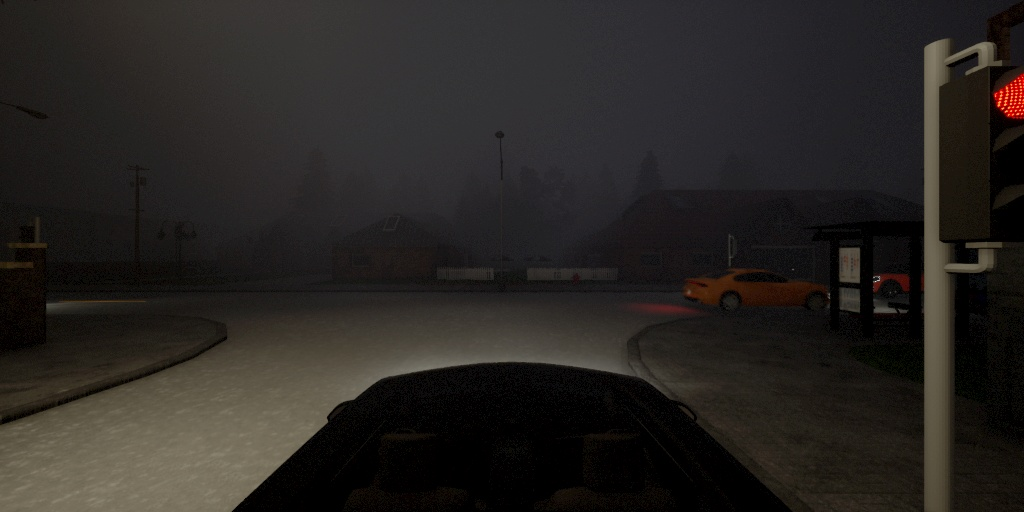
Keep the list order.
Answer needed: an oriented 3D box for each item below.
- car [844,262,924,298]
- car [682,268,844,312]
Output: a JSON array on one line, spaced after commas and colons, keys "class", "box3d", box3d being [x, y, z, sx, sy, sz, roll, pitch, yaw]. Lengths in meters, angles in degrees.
[{"class": "car", "box3d": [19.209, 1.102, 17.880, 4.553, 1.767, 2.097, 0, 0, 0]}, {"class": "car", "box3d": [9.216, 1.227, 13.679, 5.008, 1.535, 1.882, 0, 0, 0]}]
